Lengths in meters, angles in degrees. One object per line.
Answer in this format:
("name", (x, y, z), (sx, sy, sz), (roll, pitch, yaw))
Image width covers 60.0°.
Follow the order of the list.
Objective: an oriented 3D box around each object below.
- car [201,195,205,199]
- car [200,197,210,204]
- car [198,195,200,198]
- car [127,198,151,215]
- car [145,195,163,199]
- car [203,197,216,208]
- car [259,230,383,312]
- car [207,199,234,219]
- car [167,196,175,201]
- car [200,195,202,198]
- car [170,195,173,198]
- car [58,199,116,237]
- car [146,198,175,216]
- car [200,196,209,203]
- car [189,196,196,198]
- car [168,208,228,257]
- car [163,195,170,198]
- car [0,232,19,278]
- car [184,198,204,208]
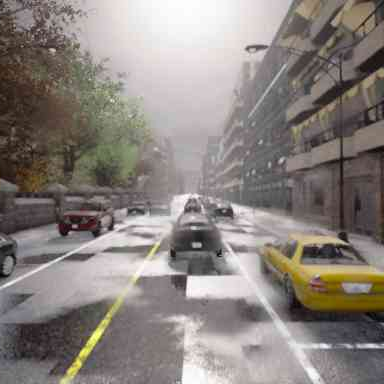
("car", (2.699, 1.541, 46.256), (1.967, 1.590, 4.097), (1, 0, 0))
("car", (2.694, 1.732, 68.349), (1.802, 1.307, 4.206), (1, 0, 0))
("car", (2.697, 1.578, 62.827), (1.967, 1.590, 4.097), (1, 0, 0))
("car", (-5.682, 1.643, 35.208), (1.947, 1.339, 4.313), (1, 0, 0))
("car", (-5.678, 1.416, 46.256), (2.192, 1.841, 5.009), (1, 0, 0))
("car", (2.698, 1.655, 40.733), (1.947, 1.339, 4.313), (1, 0, 0))
("car", (2.702, 1.543, 7.762), (1.752, 1.417, 4.829), (1, 0, 0))
("car", (2.698, 1.631, 29.685), (1.947, 1.339, 4.313), (1, 0, 0))
("car", (-5.672, 1.766, 90.442), (1.947, 1.339, 4.313), (1, 0, 0))
("car", (2.696, 1.651, 57.473), (1.752, 1.417, 4.829), (1, 0, 0))
("car", (-5.681, 1.465, 68.349), (2.192, 1.841, 5.009), (1, 0, 0))
("car", (-5.675, 1.356, 18.639), (2.192, 1.841, 5.009), (1, 0, 0))
("car", (-3.083, 1.636, 33.157), (1.994, 1.385, 4.181), (0, 0, 0))
("car", (2.694, 1.688, 74.043), (1.752, 1.417, 4.829), (1, 0, 0))
("car", (0.092, 1.617, 63.719), (1.882, 1.535, 5.008), (0, 0, 0))
("car", (0.114, 1.554, 13.001), (1.812, 1.442, 4.674), (0, 0, -1))
("car", (-5.685, 1.683, 62.826), (1.887, 1.381, 4.507), (1, 0, 0))
("car", (-5.678, 1.568, 7.591), (2.008, 1.369, 4.403), (1, 0, 0))
("car", (0.096, 1.682, 37.193), (1.895, 1.301, 4.718), (0, 0, 0))
